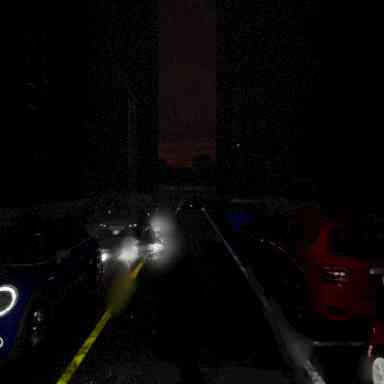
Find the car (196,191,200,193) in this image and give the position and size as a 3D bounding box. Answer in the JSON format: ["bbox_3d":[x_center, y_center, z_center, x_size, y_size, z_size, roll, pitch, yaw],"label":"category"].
[{"bbox_3d":[2.367,1.076,78.628,1.752,1.417,4.829,-1,0,0],"label":"car"}]

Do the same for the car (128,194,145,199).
[{"bbox_3d":[-5.924,1.282,31.137,1.967,1.590,4.097,-1,0,0],"label":"car"}]

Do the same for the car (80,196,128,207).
[{"bbox_3d":[-5.877,1.209,21.365,2.192,1.841,5.009,-1,0,0],"label":"car"}]

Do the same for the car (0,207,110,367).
[{"bbox_3d":[-3.124,1.324,5.932,2.097,1.767,4.553,0,0,0],"label":"car"}]

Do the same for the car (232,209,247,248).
[{"bbox_3d":[2.713,1.517,12.028,1.802,1.307,4.206,-1,0,0],"label":"car"}]

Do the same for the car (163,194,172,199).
[{"bbox_3d":[-6.183,1.088,83.621,1.947,1.339,4.313,-1,0,0],"label":"car"}]

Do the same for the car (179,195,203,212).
[{"bbox_3d":[-0.078,1.376,35.741,1.994,1.385,4.181,0,0,0],"label":"car"}]

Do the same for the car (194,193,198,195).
[{"bbox_3d":[-0.126,1.260,46.444,1.837,1.490,4.892,0,1,0],"label":"car"}]

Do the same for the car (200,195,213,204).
[{"bbox_3d":[2.472,1.253,57.648,1.947,1.339,4.313,-1,0,0],"label":"car"}]

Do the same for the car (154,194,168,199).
[{"bbox_3d":[-6.076,1.212,62.109,1.887,1.381,4.507,-1,0,0],"label":"car"}]

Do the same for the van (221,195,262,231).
[{"bbox_3d":[2.689,1.250,17.114,1.690,1.788,3.998,-1,0,0],"label":"van"}]

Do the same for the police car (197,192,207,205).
[{"bbox_3d":[2.141,1.177,46.263,1.930,1.638,5.238,0,0,0],"label":"police car"}]

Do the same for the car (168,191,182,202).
[{"bbox_3d":[-3.334,1.142,65.699,1.837,1.490,4.892,0,0,0],"label":"car"}]

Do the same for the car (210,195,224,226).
[{"bbox_3d":[2.670,1.197,22.201,2.192,1.841,5.009,-1,0,0],"label":"car"}]

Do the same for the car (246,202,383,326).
[{"bbox_3d":[2.728,1.276,6.939,2.192,1.841,5.009,-1,0,0],"label":"car"}]

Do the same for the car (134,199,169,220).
[{"bbox_3d":[-3.184,1.466,26.373,1.895,1.301,4.718,0,0,0],"label":"car"}]

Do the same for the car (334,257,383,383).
[{"bbox_3d":[2.751,1.532,1.853,1.887,1.381,4.507,-1,0,0],"label":"car"}]

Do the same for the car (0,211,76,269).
[{"bbox_3d":[-5.825,1.496,11.594,2.008,1.369,4.403,-1,0,0],"label":"car"}]

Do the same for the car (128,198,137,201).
[{"bbox_3d":[-5.898,1.413,26.252,1.887,1.381,4.507,-1,0,0],"label":"car"}]

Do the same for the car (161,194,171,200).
[{"bbox_3d":[-6.156,1.112,78.242,2.008,1.369,4.403,-1,0,0],"label":"car"}]

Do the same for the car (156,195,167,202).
[{"bbox_3d":[-6.102,1.215,67.486,1.802,1.307,4.206,-1,0,0],"label":"car"}]

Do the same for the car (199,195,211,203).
[{"bbox_3d":[2.446,1.221,62.851,1.947,1.339,4.313,-1,0,0],"label":"car"}]

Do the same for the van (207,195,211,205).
[{"bbox_3d":[2.631,1.169,32.376,1.690,1.788,3.998,-1,0,0],"label":"van"}]

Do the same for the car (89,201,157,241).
[{"bbox_3d":[-3.167,1.410,16.322,2.128,1.511,4.902,0,0,0],"label":"car"}]
